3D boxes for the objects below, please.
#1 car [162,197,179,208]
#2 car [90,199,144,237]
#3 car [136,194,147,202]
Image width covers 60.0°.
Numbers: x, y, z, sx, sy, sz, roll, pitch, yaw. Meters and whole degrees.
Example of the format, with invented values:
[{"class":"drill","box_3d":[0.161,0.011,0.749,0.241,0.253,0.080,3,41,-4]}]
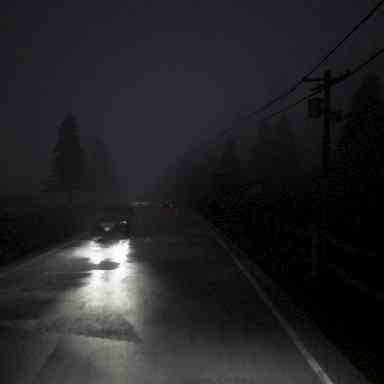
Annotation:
[{"class":"car","box_3d":[-2.750,1.256,41.052,1.895,1.301,4.718,0,0,-7]},{"class":"car","box_3d":[-3.879,1.349,17.147,2.128,1.511,4.902,0,0,-3]},{"class":"car","box_3d":[-8.974,1.059,58.680,2.033,1.411,5.357,0,0,-10]}]
